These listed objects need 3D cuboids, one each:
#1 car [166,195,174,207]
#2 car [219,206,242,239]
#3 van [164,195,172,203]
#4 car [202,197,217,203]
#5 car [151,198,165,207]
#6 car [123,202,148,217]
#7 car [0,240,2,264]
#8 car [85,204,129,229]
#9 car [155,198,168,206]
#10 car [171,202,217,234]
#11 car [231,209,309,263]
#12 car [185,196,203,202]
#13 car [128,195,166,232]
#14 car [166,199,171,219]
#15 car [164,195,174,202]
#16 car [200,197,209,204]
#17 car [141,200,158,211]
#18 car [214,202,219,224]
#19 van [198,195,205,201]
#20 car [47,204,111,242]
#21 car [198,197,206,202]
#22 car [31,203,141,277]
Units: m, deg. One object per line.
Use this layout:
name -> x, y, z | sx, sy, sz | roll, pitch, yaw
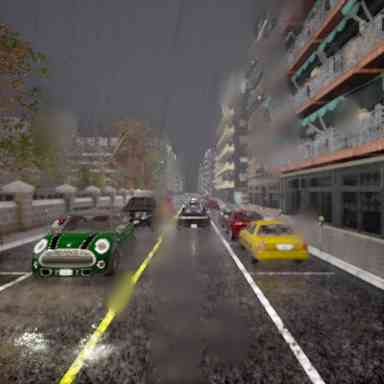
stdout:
car -> -3.021, 1.335, 33.226 | 2.150, 2.045, 5.566 | 0, 0, 1
car -> 2.691, 1.604, 17.318 | 1.887, 1.381, 4.507 | 0, 0, 0
van -> -5.678, 1.633, 78.206 | 1.690, 1.788, 3.998 | 0, 0, 0
car -> 2.697, 1.704, 44.995 | 1.887, 1.381, 4.507 | 0, 0, 0
car -> -5.681, 1.727, 55.896 | 1.752, 1.417, 4.829 | 0, 0, 0
car -> -5.686, 1.701, 33.925 | 1.802, 1.307, 4.206 | 0, 0, 0
car -> -5.693, 1.336, 6.250 | 2.192, 1.841, 5.009 | 0, 0, 0
car -> -5.689, 1.624, 22.855 | 1.887, 1.381, 4.507 | 0, 0, 0
car -> -5.680, 1.776, 61.601 | 2.008, 1.369, 4.403 | 0, 0, 0
car -> 0.104, 1.560, 19.778 | 2.128, 1.511, 4.902 | 0, 0, 0
car -> 2.689, 1.566, 11.954 | 1.752, 1.417, 4.829 | 0, 0, 0
car -> 0.109, 1.655, 46.256 | 2.128, 1.511, 4.902 | 0, 0, 0
car -> -3.080, 1.294, 21.109 | 2.150, 2.045, 5.566 | 0, 0, -1
car -> -2.995, 1.613, 26.958 | 1.882, 1.535, 5.008 | 0, 0, 0
car -> -5.677, 1.630, 83.742 | 2.192, 1.841, 5.009 | 0, 0, 0
car -> 2.703, 1.835, 72.670 | 1.947, 1.339, 4.313 | 0, 0, 0
car -> -5.683, 1.742, 44.996 | 1.802, 1.307, 4.206 | 0, 0, 0
car -> 2.692, 1.630, 22.854 | 2.008, 1.369, 4.403 | 0, 0, 0
van -> 2.706, 1.703, 94.812 | 1.690, 1.788, 3.998 | 0, 0, 0
car -> -5.690, 1.499, 17.320 | 1.967, 1.590, 4.097 | 0, 0, 0
car -> 2.707, 1.904, 89.275 | 1.947, 1.339, 4.313 | 0, 0, 0
car -> -3.089, 1.387, 10.406 | 2.097, 1.767, 4.553 | 0, 0, 0
